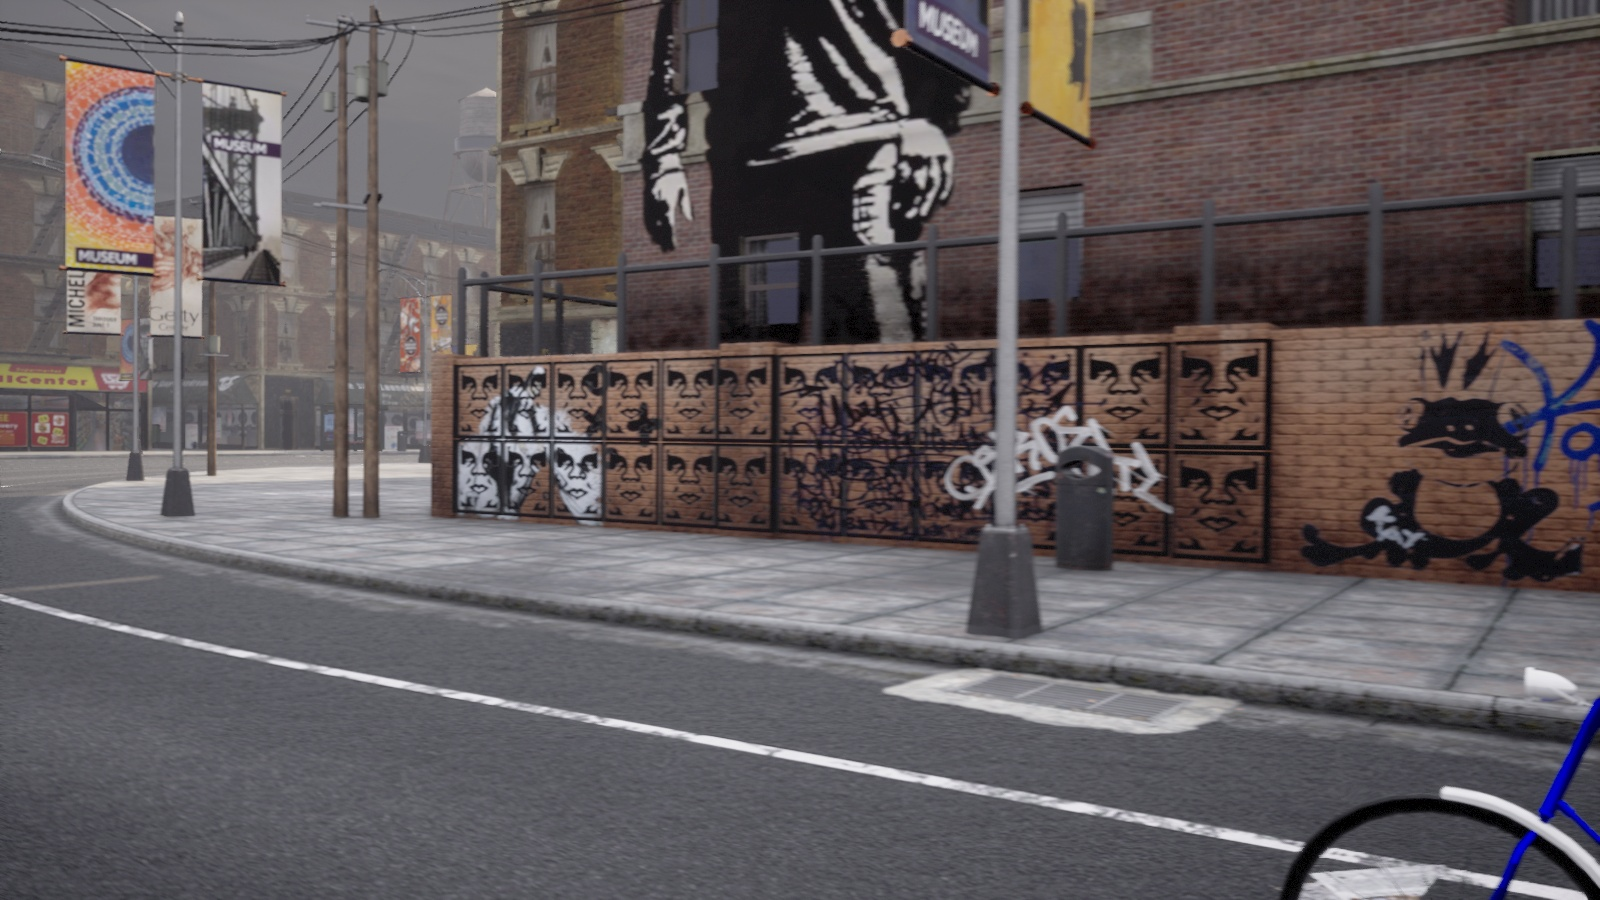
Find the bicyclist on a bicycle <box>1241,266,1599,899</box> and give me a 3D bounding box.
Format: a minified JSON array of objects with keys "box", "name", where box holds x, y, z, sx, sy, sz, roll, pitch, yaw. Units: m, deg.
[{"box":[1.870,0.553,2.379,1.843,1.776,0.659,0,1,34],"name":"bicyclist on a bicycle"}]
